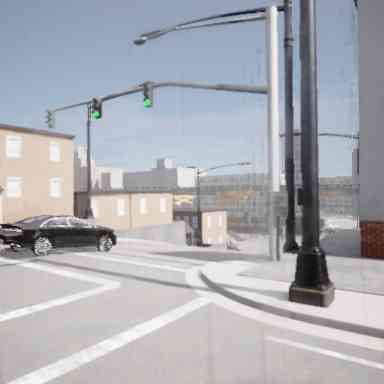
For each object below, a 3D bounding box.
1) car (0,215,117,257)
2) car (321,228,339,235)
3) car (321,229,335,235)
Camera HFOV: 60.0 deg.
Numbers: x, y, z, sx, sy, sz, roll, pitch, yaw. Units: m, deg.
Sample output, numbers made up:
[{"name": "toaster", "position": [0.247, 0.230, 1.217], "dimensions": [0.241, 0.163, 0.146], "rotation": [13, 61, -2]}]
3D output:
[{"name": "car", "position": [-5.337, 1.724, 13.841], "dimensions": [2.128, 1.511, 4.902], "rotation": [-1, -5, 36]}, {"name": "car", "position": [33.330, 9.547, 80.683], "dimensions": [1.853, 1.218, 4.536], "rotation": [-1, 0, -11]}, {"name": "car", "position": [33.342, 9.704, 80.631], "dimensions": [2.038, 1.542, 4.974], "rotation": [-1, 0, -11]}]
